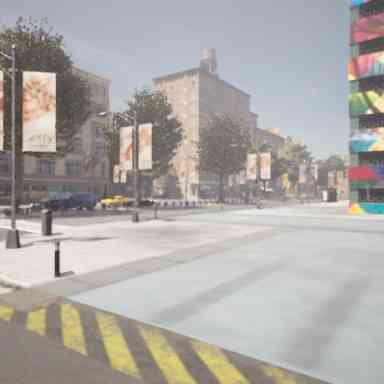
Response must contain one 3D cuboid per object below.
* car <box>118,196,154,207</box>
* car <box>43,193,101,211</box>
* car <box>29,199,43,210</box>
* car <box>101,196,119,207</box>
[{"bbox_3d":[-7.598,1.505,46.828,1.895,1.301,4.718,0,0,36],"label":"car"},{"bbox_3d":[-13.666,1.125,38.312,2.150,2.045,5.566,0,0,35],"label":"car"},{"bbox_3d":[-16.889,1.385,39.804,2.128,1.511,4.902,0,0,36],"label":"car"},{"bbox_3d":[-10.963,1.371,48.139,1.882,1.535,5.008,0,0,36],"label":"car"}]
